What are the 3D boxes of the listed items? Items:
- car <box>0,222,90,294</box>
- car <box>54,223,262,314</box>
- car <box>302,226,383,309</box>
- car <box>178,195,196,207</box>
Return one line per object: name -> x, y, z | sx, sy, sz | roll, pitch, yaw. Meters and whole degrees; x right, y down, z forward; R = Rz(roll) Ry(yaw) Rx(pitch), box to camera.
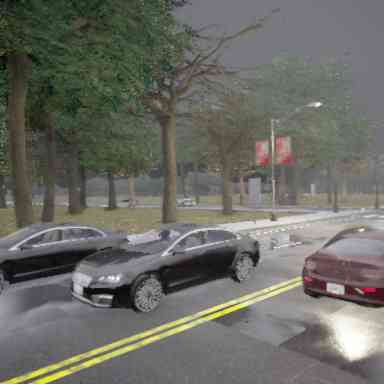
car -> -3.985, 1.621, 8.996 | 4.902, 1.511, 2.128 | -1, 0, -42
car -> -0.338, 1.540, 7.923 | 4.902, 1.511, 2.128 | -1, 0, -42
car -> 4.147, 1.478, 7.336 | 4.674, 1.442, 1.812 | -1, 0, -43
car -> -1.842, 1.465, 53.695 | 2.150, 2.045, 5.566 | -1, 0, -42
